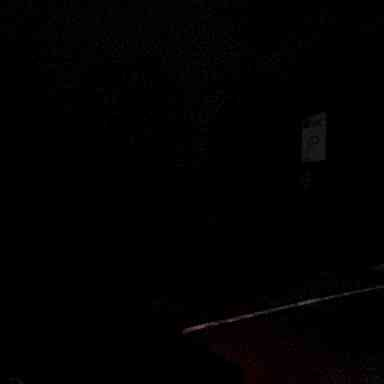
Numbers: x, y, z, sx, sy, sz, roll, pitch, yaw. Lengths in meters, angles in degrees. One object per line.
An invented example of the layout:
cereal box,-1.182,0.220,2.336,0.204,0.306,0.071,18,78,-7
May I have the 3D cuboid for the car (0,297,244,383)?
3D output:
car,-1.998,1.582,2.076,4.718,1.301,1.895,0,0,-34
